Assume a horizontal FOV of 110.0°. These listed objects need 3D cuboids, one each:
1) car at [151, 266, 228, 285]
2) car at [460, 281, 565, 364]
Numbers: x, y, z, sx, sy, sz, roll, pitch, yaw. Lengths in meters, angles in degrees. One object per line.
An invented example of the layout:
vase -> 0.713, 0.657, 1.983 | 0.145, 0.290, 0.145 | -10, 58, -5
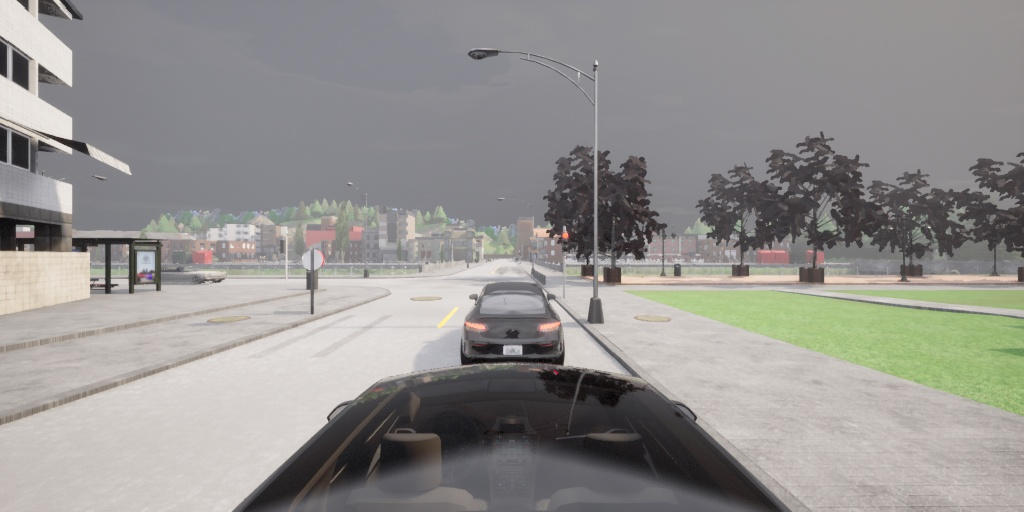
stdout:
car -> -23.032, 1.351, 25.300 | 4.718, 1.301, 1.895 | 0, 0, 0
car -> 0.007, 1.276, 7.794 | 1.812, 1.442, 4.674 | 0, 0, 0
